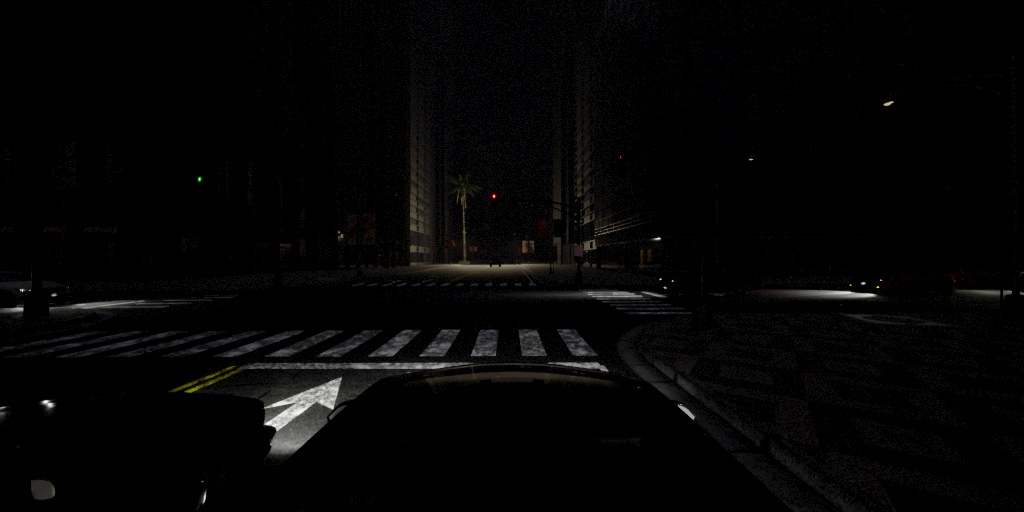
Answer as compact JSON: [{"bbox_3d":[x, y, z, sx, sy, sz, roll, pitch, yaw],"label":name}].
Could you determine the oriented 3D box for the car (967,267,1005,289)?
[{"bbox_3d":[26.424,1.274,21.739,4.207,1.307,1.802,0,0,-1],"label":"car"}]

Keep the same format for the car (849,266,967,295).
[{"bbox_3d":[20.463,1.253,18.877,4.181,1.385,1.994,0,0,-1],"label":"car"}]

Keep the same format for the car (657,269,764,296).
[{"bbox_3d":[10.183,1.325,18.703,4.718,1.301,1.895,0,0,-1],"label":"car"}]

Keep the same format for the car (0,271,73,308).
[{"bbox_3d":[-21.380,1.353,14.950,4.674,1.442,1.812,0,0,1],"label":"car"}]

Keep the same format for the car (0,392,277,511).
[{"bbox_3d":[-3.176,1.297,0.730,2.033,1.411,5.357,0,0,4],"label":"car"}]

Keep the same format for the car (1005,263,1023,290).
[{"bbox_3d":[29.971,1.012,19.044,4.553,1.767,2.097,0,0,-1],"label":"car"}]
